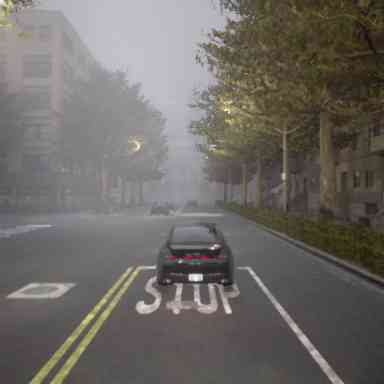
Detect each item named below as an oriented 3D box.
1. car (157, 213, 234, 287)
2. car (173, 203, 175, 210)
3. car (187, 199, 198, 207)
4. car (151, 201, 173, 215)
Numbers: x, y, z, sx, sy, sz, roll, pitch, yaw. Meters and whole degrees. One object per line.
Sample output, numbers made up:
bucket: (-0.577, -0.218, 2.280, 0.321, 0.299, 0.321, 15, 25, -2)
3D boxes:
car: (0.083, 1.600, 9.622, 1.837, 1.490, 4.892, 0, 0, 0)
car: (-3.622, 2.077, 49.799, 1.895, 1.301, 4.718, 0, -1, 0)
car: (0.040, 2.132, 63.431, 1.812, 1.442, 4.674, 0, -1, 0)
car: (-3.645, 1.848, 38.692, 1.882, 1.535, 5.008, 0, -1, 1)
